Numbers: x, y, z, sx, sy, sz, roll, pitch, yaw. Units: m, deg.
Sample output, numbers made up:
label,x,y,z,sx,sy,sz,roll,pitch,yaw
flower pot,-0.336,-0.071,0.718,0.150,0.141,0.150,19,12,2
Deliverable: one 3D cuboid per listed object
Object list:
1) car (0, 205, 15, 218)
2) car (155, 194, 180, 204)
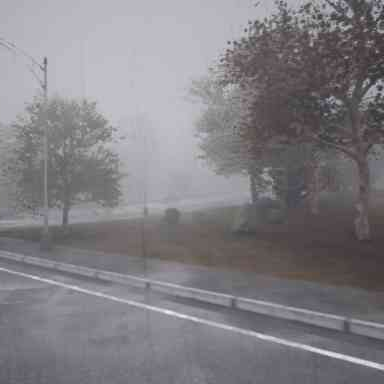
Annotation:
label,x,y,z,sx,sy,sz,roll,pitch,yaw
car,-20.491,1.998,33.915,1.994,1.385,4.181,-1,0,39
car,-3.997,1.122,54.436,1.837,1.490,4.892,-1,2,39
